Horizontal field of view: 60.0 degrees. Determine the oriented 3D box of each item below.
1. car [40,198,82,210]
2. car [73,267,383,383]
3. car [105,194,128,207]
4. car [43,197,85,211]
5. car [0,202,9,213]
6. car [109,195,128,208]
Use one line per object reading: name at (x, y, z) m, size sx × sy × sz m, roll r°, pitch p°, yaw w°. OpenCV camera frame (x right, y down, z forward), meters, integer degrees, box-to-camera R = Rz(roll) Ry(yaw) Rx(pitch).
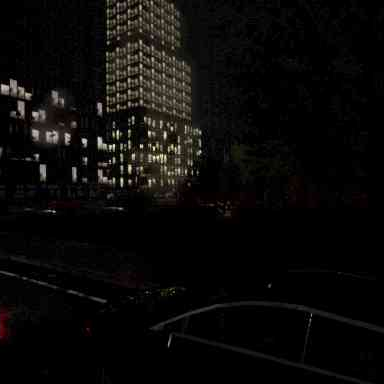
car at (-17.834, 1.582, 45.516) m, size 1.882 × 1.535 × 5.008 m, roll -1°, pitch -1°, yaw 37°
car at (0.922, 1.492, 3.029) m, size 4.902 × 1.511 × 2.128 m, roll 0°, pitch 0°, yaw 35°
car at (-11.388, 1.338, 54.067) m, size 2.150 × 2.045 × 5.566 m, roll -1°, pitch -1°, yaw 37°
car at (-16.058, 1.409, 42.474) m, size 2.097 × 1.767 × 4.553 m, roll -1°, pitch -1°, yaw 37°
car at (-21.656, 1.609, 35.032) m, size 1.994 × 1.385 × 4.181 m, roll -1°, pitch -1°, yaw 37°
car at (-9.837, 1.594, 50.720) m, size 1.812 × 1.442 × 4.674 m, roll -1°, pitch -1°, yaw 37°
